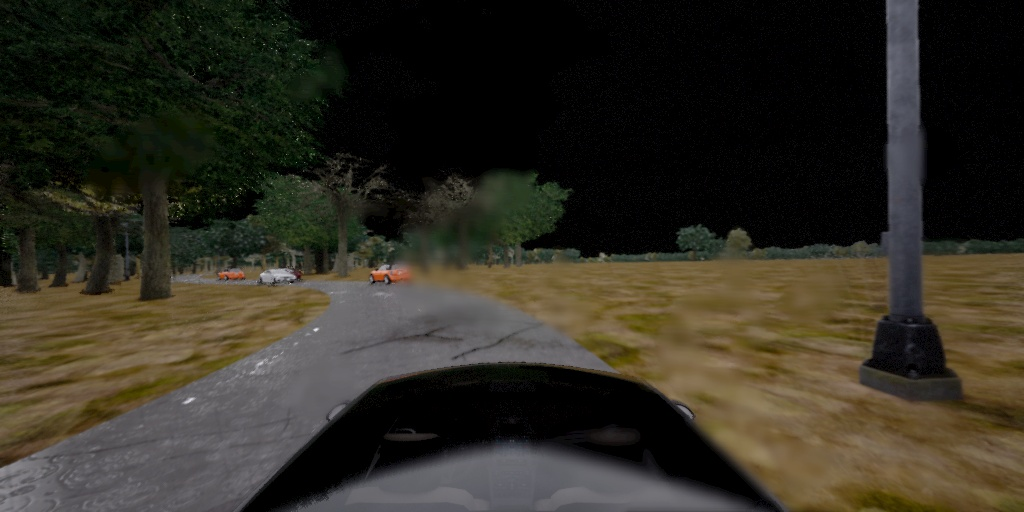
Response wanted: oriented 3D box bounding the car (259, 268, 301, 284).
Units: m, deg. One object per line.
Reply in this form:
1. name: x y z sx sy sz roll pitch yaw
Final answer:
1. car: -23.020 1.986 35.126 4.674 1.442 1.812 -2 -1 34

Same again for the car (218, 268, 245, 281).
1. car: -39.182 2.496 50.037 4.553 1.767 2.097 -2 -1 37

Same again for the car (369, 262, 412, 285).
1. car: -10.285 1.437 30.256 2.097 1.767 4.553 0 -1 -43
